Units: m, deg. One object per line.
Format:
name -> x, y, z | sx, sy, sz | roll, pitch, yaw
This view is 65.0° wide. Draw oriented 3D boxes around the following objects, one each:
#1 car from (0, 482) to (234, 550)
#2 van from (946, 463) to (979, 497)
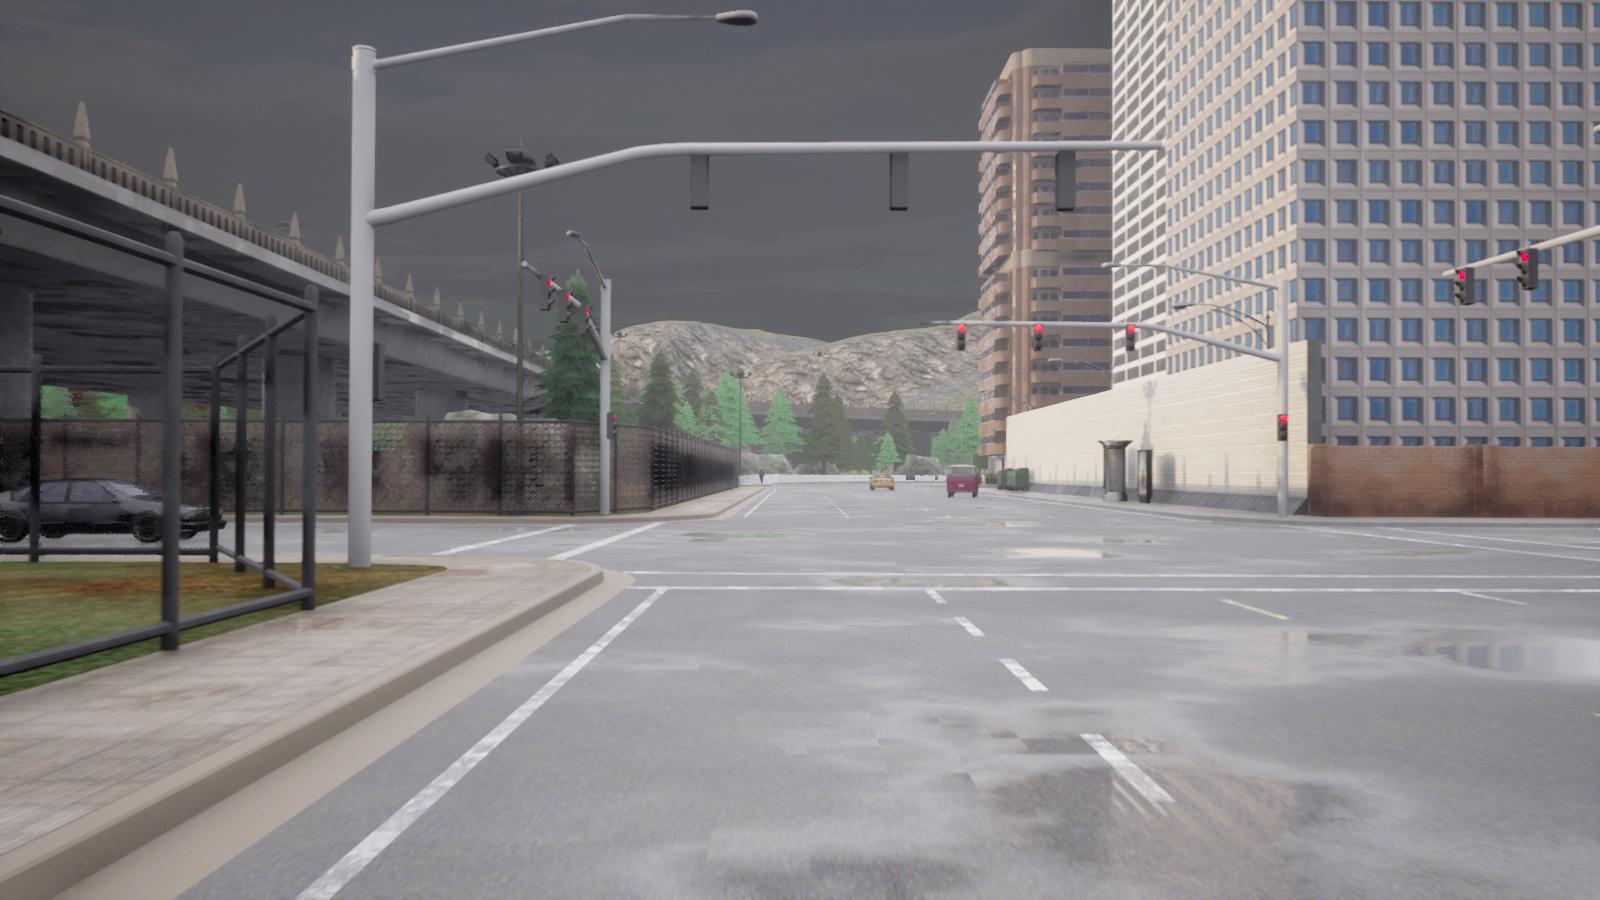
car -> -15.773, 1.450, 28.046 | 5.357, 1.411, 2.033 | 0, -1, 0
van -> 10.000, 1.817, 77.026 | 1.775, 1.987, 4.442 | 0, -1, 10
